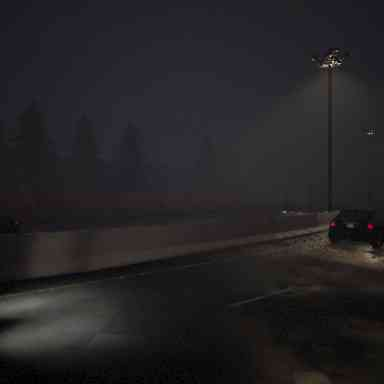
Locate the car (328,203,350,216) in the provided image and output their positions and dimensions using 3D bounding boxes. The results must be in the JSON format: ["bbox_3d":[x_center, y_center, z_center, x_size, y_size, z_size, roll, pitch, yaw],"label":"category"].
[{"bbox_3d":[17.954,2.037,40.433,1.994,1.385,4.181,0,-1,30],"label":"car"}]

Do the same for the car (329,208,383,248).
[{"bbox_3d":[8.519,1.548,16.235,2.097,1.767,4.553,0,-1,45],"label":"car"}]
